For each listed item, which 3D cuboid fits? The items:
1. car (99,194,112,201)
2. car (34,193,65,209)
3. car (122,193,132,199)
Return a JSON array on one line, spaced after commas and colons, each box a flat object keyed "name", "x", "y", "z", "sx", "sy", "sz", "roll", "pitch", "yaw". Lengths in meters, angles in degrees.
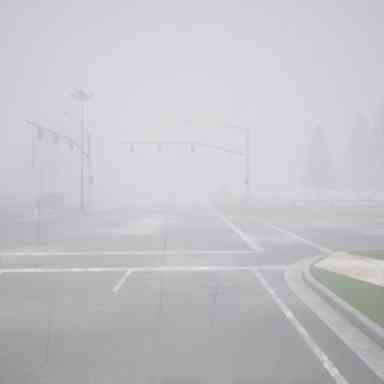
[{"name": "car", "x": -18.361, "y": 1.216, "z": 70.559, "sx": 1.812, "sy": 1.442, "sz": 4.674, "roll": 0, "pitch": 0, "yaw": 0}, {"name": "car", "x": -18.417, "y": 1.147, "z": 43.292, "sx": 2.150, "sy": 2.045, "sz": 5.566, "roll": 0, "pitch": 2, "yaw": 0}, {"name": "car", "x": -17.891, "y": 1.076, "z": 91.829, "sx": 1.882, "sy": 1.535, "sz": 5.008, "roll": 0, "pitch": 0, "yaw": 2}]
